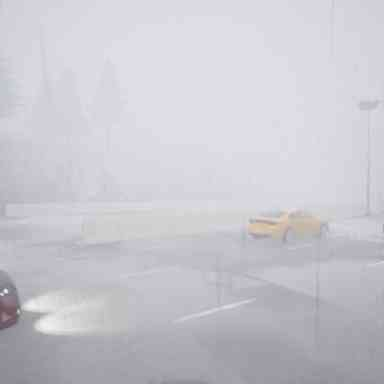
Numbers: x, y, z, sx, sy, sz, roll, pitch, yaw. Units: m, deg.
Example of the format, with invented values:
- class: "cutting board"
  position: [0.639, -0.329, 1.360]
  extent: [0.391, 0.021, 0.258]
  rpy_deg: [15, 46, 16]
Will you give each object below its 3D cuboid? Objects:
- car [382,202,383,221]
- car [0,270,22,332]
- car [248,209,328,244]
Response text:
- class: "car"
  position: [18.548, 1.681, 29.343]
  extent: [1.882, 1.535, 5.008]
  rpy_deg: [0, 0, 45]
- class: "car"
  position: [-4.782, 1.573, 4.736]
  extent: [4.181, 1.385, 1.994]
  rpy_deg: [0, 0, -35]
- class: "car"
  position: [4.910, 1.576, 16.658]
  extent: [5.008, 1.535, 1.882]
  rpy_deg: [0, 0, -40]
